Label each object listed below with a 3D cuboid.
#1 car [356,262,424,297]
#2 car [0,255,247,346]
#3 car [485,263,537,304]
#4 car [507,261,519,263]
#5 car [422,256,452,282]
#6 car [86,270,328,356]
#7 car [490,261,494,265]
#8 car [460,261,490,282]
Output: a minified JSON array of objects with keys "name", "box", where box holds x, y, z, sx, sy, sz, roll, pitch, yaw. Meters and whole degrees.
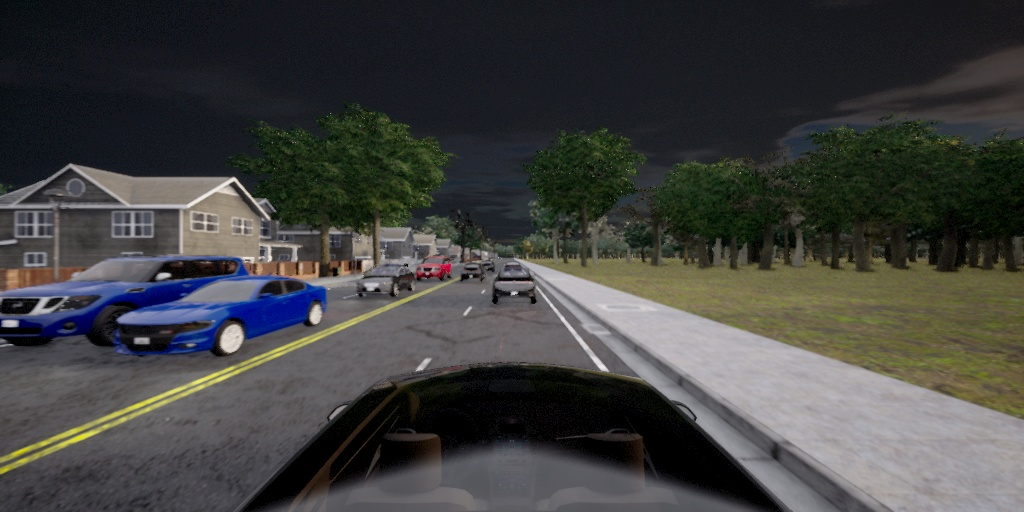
[{"name":"car","box":[-6.552,1.276,19.133,2.128,1.511,4.902,0,0,0]},{"name":"car","box":[-9.790,0.988,9.787,2.150,2.045,5.566,0,0,1]},{"name":"car","box":[0.099,1.272,16.659,2.128,1.511,4.902,0,0,0]},{"name":"car","box":[0.096,1.303,39.849,1.882,1.535,5.008,0,0,0]},{"name":"car","box":[-6.525,1.030,30.564,2.150,2.045,5.566,0,0,1]},{"name":"car","box":[-6.552,1.242,8.857,1.882,1.535,5.008,0,0,0]},{"name":"car","box":[-3.153,1.349,47.877,1.837,1.490,4.892,0,0,0]},{"name":"car","box":[-3.152,1.312,29.979,1.837,1.490,4.892,0,0,0]}]
